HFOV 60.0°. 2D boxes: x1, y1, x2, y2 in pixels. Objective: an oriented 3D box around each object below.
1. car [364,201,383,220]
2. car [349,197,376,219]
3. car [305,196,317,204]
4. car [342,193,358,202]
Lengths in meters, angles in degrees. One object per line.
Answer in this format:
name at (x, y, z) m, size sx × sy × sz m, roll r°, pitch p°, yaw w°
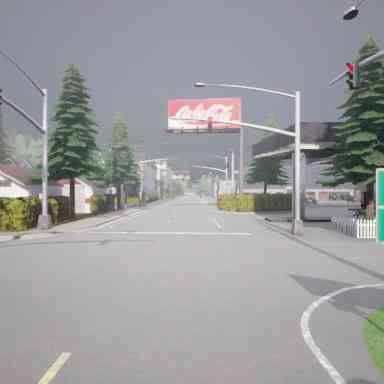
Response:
car at (18.712, 1.672, 30.641) m, size 4.611 × 1.667 × 2.242 m, roll 0°, pitch 0°, yaw 0°
car at (14.383, 1.504, 24.973) m, size 3.866 × 1.878 × 1.905 m, roll 0°, pitch 0°, yaw 0°
car at (22.538, 1.552, 64.035) m, size 1.970 × 1.475 × 3.806 m, roll 0°, pitch 0°, yaw 0°
car at (34.946, 1.489, 71.820) m, size 2.007 × 1.523 × 4.514 m, roll 0°, pitch 0°, yaw 0°
